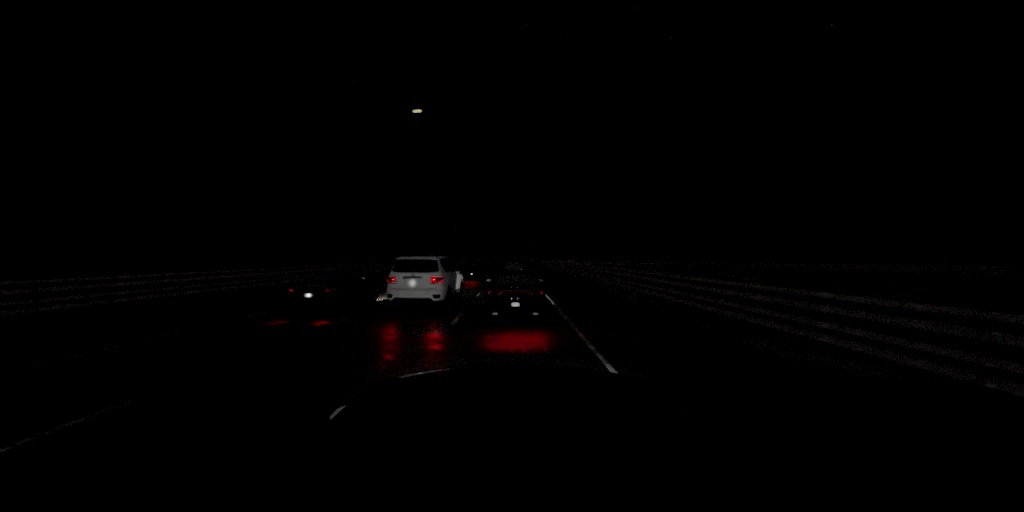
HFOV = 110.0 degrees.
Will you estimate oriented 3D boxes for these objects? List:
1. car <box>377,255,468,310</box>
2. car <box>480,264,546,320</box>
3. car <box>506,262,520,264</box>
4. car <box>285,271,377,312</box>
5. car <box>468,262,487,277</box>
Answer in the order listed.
[{"bbox_3d":[-3.395,0.971,14.908,2.150,2.045,5.566,1,0,0],"label":"car"},{"bbox_3d":[0.098,1.231,12.686,1.882,1.535,5.008,0,0,0],"label":"car"},{"bbox_3d":[0.093,1.300,33.559,1.812,1.442,4.674,0,0,0],"label":"car"},{"bbox_3d":[-6.902,1.293,14.160,1.994,1.385,4.181,0,0,0],"label":"car"},{"bbox_3d":[-3.405,1.278,32.736,1.837,1.490,4.892,0,0,0],"label":"car"}]
